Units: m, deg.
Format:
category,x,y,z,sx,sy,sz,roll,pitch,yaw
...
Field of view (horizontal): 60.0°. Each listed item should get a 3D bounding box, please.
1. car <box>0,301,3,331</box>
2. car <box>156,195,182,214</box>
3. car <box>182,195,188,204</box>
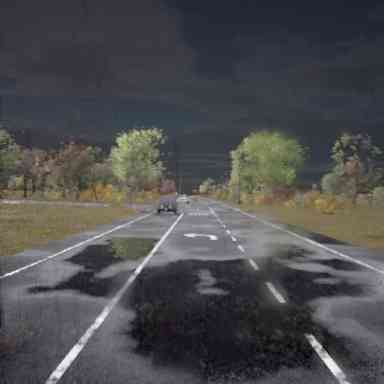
category,x,y,z,sx,sy,sz,roll,pitch,yaw
car,-3.372,1.537,2.585,1.812,1.442,4.674,0,0,0
car,-2.727,1.434,38.246,2.150,2.045,5.566,0,1,1
car,-2.088,1.592,75.581,2.150,2.045,5.566,0,0,1
